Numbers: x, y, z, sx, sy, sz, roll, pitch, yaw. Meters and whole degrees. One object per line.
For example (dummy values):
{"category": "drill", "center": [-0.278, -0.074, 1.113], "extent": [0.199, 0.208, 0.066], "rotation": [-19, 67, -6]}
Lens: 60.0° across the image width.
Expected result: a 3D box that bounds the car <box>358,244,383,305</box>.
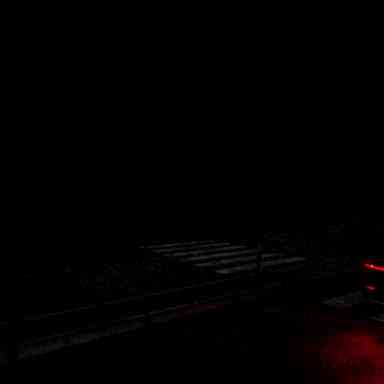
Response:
{"category": "car", "center": [5.462, 1.526, 6.780], "extent": [4.892, 1.490, 1.837], "rotation": [0, -1, -30]}
